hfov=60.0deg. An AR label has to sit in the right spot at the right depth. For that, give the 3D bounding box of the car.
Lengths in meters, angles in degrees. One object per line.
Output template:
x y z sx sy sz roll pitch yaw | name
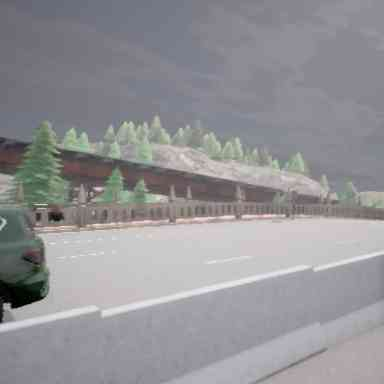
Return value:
-5.017 1.214 4.713 5.566 2.045 2.150 0 0 -36 | car
